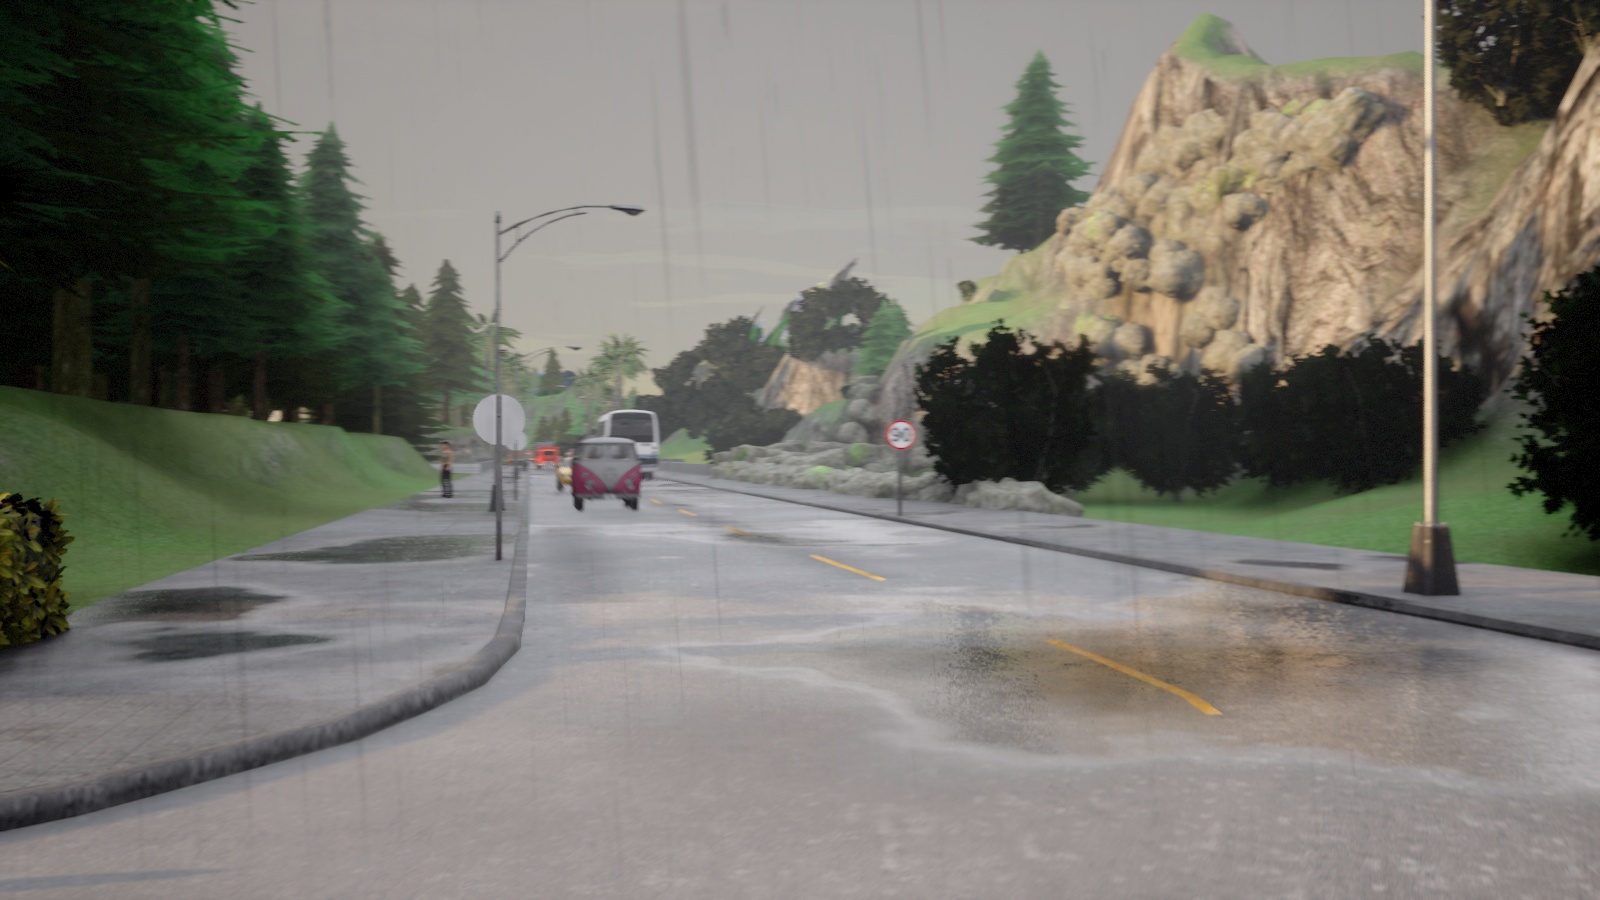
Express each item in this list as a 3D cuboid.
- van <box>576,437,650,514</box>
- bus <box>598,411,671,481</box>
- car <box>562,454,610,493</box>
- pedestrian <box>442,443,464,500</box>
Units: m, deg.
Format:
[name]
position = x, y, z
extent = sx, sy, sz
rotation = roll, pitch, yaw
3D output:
[van]
position = -5.225, 0.676, 34.715
extent = 1.775, 1.987, 4.442
rotation = 0, 0, -12
[bus]
position = -10.881, -0.219, 81.398
extent = 3.944, 4.253, 10.273
rotation = 0, 0, -12
[car]
position = -9.254, 0.965, 54.028
extent = 1.801, 1.575, 5.366
rotation = 0, 0, -12
[pedestrian]
position = -11.202, 0.682, 40.537
extent = 0.345, 1.836, 0.594
rotation = 0, 0, 34
